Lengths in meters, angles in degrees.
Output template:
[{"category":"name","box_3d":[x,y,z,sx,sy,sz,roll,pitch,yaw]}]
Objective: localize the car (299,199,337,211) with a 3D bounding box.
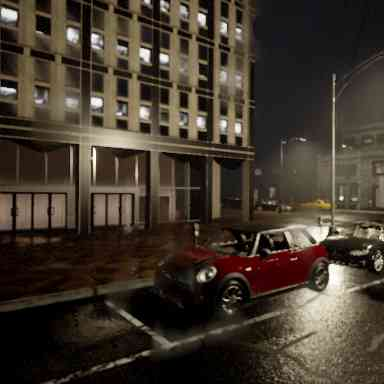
[{"category":"car","box_3d":[15.893,1.632,42.174,1.752,1.417,4.829,1,0,-35]}]

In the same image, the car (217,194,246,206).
[{"category":"car","box_3d":[6.554,1.354,55.704,2.192,1.841,5.009,1,0,-35]}]

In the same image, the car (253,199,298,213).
[{"category":"car","box_3d":[9.092,1.570,37.274,2.008,1.369,4.403,1,0,-35]}]

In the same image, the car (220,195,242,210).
[{"category":"car","box_3d":[5.949,1.312,41.832,2.192,1.841,5.009,1,0,-35]}]

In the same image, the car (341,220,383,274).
[{"category":"car","box_3d":[5.827,1.606,10.713,4.403,1.369,2.008,0,0,-36]}]

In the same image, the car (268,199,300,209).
[{"category":"car","box_3d":[12.843,1.666,46.591,1.802,1.307,4.206,1,0,-35]}]

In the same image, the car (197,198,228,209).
[{"category":"car","box_3d":[2.800,1.525,46.387,2.008,1.369,4.403,1,0,-35]}]

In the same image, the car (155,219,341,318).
[{"category":"car","box_3d":[1.194,1.466,7.407,4.097,1.590,1.967,0,0,-36]}]
